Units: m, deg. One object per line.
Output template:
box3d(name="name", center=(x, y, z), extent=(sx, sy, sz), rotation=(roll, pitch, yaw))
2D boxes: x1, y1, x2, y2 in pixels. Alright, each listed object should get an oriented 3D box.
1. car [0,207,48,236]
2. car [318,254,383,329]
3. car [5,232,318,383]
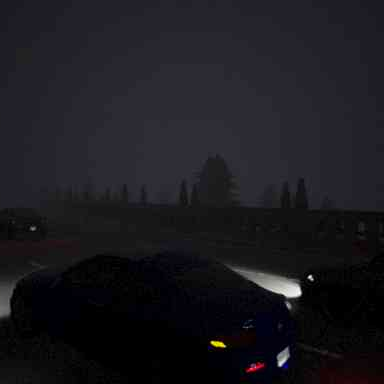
box3d(name="car", center=(-8.999, 1.520, 17.270), extent=(1.812, 1.442, 4.674), rotation=(0, 0, -43))
box3d(name="car", center=(4.026, 1.581, 5.565), extent=(4.181, 1.385, 1.994), rotation=(0, 0, 36))
box3d(name="car", center=(-0.857, 1.529, 4.882), extent=(4.674, 1.442, 1.812), rotation=(0, 0, 38))
